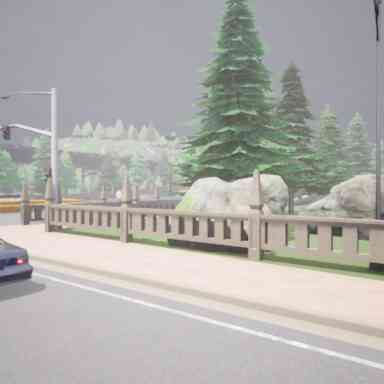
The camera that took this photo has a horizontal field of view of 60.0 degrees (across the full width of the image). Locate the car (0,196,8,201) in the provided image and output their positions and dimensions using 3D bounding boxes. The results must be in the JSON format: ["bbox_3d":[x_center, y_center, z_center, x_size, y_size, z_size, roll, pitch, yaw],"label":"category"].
[{"bbox_3d":[-23.925,1.469,37.113,2.128,1.511,4.902,0,0,36],"label":"car"}]

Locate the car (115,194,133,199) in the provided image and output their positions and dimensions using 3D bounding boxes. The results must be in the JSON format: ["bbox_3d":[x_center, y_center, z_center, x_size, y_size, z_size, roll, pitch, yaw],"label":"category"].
[{"bbox_3d":[-12.739,1.145,64.645,2.128,1.511,4.902,0,3,36],"label":"car"}]

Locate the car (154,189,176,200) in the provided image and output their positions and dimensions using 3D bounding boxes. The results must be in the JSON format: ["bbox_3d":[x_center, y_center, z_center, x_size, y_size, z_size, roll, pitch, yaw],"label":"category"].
[{"bbox_3d":[-5.512,0.528,68.661,2.097,1.767,4.553,0,5,36],"label":"car"}]

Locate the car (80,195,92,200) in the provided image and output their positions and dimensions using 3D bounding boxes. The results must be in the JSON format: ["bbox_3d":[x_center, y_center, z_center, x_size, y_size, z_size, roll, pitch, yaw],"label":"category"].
[{"bbox_3d":[-17.788,1.328,51.626,2.097,1.767,4.553,0,0,36],"label":"car"}]

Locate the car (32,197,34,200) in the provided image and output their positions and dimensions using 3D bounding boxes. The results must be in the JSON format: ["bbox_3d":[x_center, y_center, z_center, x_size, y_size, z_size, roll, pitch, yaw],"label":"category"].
[{"bbox_3d":[-23.400,1.477,49.813,1.837,1.490,4.892,0,1,36],"label":"car"}]

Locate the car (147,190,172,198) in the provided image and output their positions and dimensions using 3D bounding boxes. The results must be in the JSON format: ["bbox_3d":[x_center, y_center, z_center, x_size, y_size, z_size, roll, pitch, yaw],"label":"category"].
[{"bbox_3d":[-6.488,0.958,61.368,2.097,1.767,4.553,0,3,36],"label":"car"}]

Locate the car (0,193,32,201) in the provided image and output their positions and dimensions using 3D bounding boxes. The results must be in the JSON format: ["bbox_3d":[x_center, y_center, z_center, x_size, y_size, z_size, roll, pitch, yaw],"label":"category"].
[{"bbox_3d":[-24.176,1.197,42.748,2.150,2.045,5.566,0,0,36],"label":"car"}]

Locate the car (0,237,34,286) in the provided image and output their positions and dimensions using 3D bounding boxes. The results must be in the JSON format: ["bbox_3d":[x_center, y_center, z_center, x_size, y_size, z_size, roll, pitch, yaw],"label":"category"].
[{"bbox_3d":[-6.105,1.542,8.317,5.357,1.411,2.033,0,0,36],"label":"car"}]

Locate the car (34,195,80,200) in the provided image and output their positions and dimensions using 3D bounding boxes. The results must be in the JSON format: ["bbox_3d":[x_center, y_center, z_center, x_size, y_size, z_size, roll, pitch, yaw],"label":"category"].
[{"bbox_3d":[-18.205,1.455,45.050,1.882,1.535,5.008,0,0,36],"label":"car"}]
